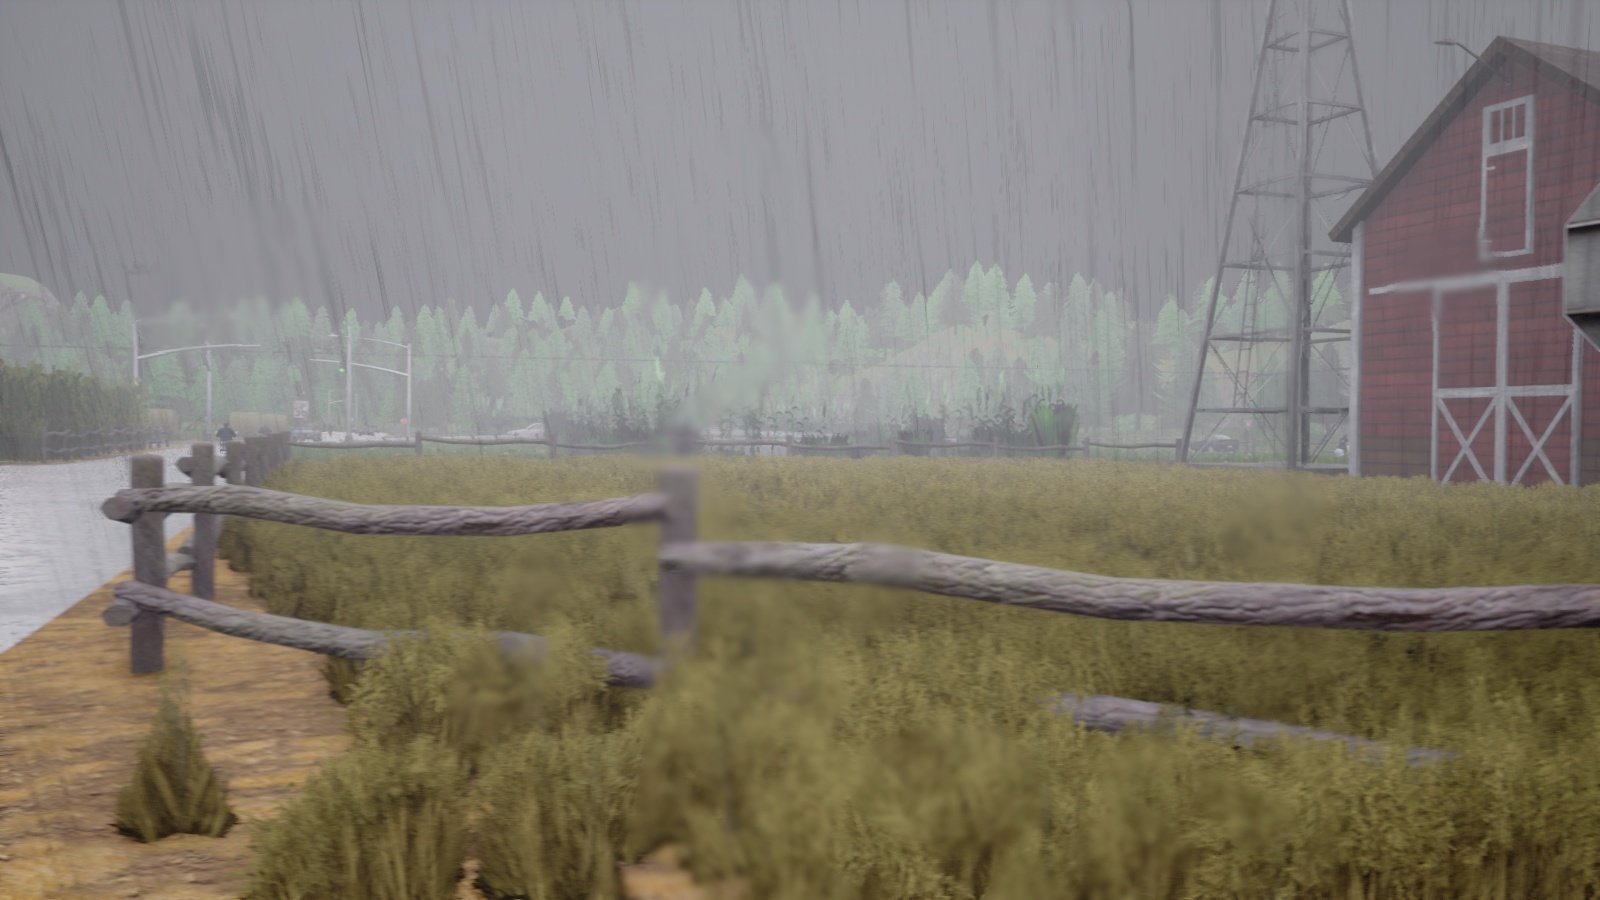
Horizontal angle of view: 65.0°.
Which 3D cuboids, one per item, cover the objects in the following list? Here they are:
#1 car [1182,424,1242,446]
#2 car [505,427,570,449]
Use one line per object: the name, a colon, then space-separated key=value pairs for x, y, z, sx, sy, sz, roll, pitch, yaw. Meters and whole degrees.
car: x=30.511 y=-1.118 z=93.136 sx=1.882 sy=1.535 sz=5.008 roll=-1 pitch=1 yaw=-14
car: x=-20.196 y=-0.919 z=96.573 sx=4.674 sy=1.442 sz=1.812 roll=-4 pitch=2 yaw=-14
